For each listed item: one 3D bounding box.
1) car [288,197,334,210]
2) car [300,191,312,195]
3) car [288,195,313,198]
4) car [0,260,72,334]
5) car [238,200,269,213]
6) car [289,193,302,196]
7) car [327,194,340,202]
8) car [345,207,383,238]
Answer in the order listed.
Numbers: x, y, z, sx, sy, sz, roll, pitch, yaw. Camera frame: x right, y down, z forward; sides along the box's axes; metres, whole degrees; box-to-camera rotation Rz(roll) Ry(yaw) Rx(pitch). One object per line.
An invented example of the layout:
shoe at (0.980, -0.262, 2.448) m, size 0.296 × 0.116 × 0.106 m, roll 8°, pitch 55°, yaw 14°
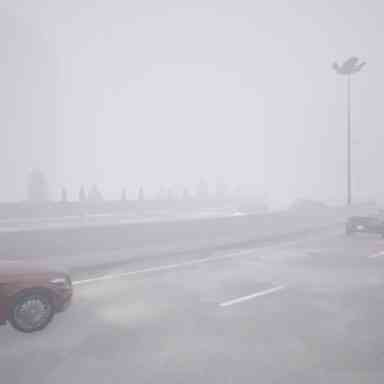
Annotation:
car at (10.522, 1.436, 29.379) m, size 2.128 × 1.511 × 4.902 m, roll 0°, pitch 0°, yaw 38°
car at (26.461, 0.813, 77.496) m, size 2.150 × 2.045 × 5.566 m, roll 0°, pitch 0°, yaw 8°
car at (13.098, 1.434, 39.149) m, size 1.837 × 1.490 × 4.892 m, roll 0°, pitch 0°, yaw 32°
car at (-4.314, 1.548, 5.135) m, size 4.674 × 1.442 × 1.812 m, roll 0°, pitch 0°, yaw -35°
car at (6.646, 1.526, 35.856) m, size 1.994 × 1.385 × 4.181 m, roll 0°, pitch 0°, yaw 36°
car at (22.528, 1.376, 74.232) m, size 2.128 × 1.511 × 4.902 m, roll 0°, pitch 0°, yaw 11°
car at (28.338, 1.197, 67.110) m, size 2.097 × 1.767 × 4.553 m, roll 0°, pitch 0°, yaw 13°
car at (9.421, 1.477, 17.117) m, size 1.812 × 1.442 × 4.674 m, roll 0°, pitch 0°, yaw 44°
